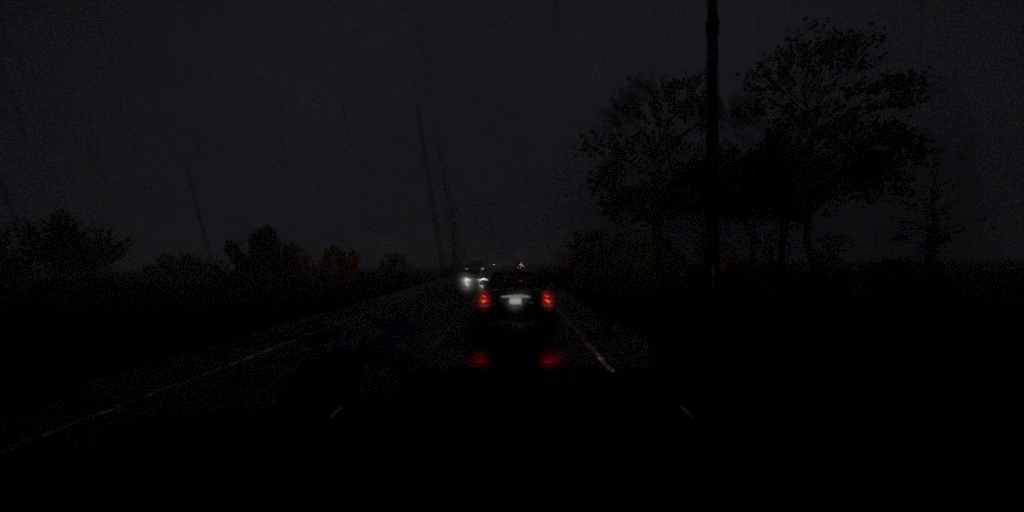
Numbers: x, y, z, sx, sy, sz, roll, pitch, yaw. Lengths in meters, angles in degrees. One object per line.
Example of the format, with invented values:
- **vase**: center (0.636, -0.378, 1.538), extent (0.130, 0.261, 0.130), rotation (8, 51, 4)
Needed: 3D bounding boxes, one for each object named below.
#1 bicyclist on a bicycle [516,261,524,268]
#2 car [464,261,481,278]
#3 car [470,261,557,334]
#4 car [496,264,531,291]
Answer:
- **bicyclist on a bicycle**: center (0.883, 1.352, 34.827), extent (0.866, 1.612, 1.509), rotation (0, 0, 0)
- **car**: center (-3.670, 1.279, 36.926), extent (2.097, 1.767, 4.553), rotation (0, 0, 0)
- **car**: center (0.099, 1.150, 10.958), extent (2.097, 1.767, 4.553), rotation (0, 0, 0)
- **car**: center (0.079, 1.354, 23.996), extent (2.128, 1.511, 4.902), rotation (0, 0, 0)
